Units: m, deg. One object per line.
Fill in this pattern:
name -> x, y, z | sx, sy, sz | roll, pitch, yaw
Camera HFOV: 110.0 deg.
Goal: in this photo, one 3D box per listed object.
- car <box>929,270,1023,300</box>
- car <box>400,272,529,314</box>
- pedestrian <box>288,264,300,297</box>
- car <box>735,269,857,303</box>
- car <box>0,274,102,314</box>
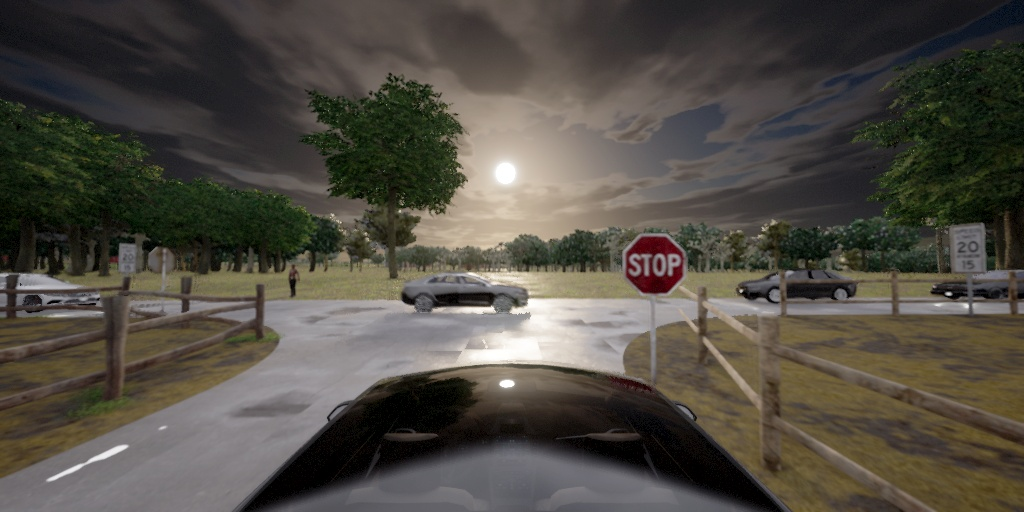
car -> 22.968, 1.366, 16.593 | 5.357, 1.411, 2.033 | 0, -2, 2
car -> -1.792, 1.369, 13.848 | 4.902, 1.511, 2.128 | 0, -1, 0
pedestrian -> -12.107, 1.343, 19.856 | 0.375, 1.860, 0.375 | 0, -2, 0
car -> 13.138, 1.379, 16.760 | 4.892, 1.490, 1.837 | 0, -2, 1
car -> -18.896, 1.399, 13.880 | 4.674, 1.442, 1.812 | 0, -2, 0
